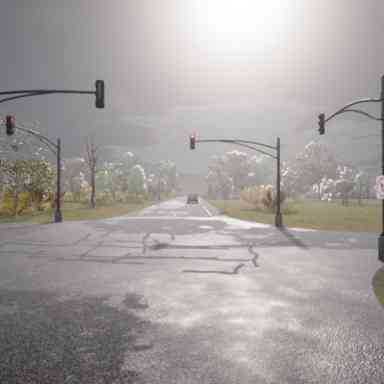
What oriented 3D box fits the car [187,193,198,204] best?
[{"bbox_3d":[0.151,1.288,67.563,2.150,2.045,5.566,0,0,0],"label":"car"}]
